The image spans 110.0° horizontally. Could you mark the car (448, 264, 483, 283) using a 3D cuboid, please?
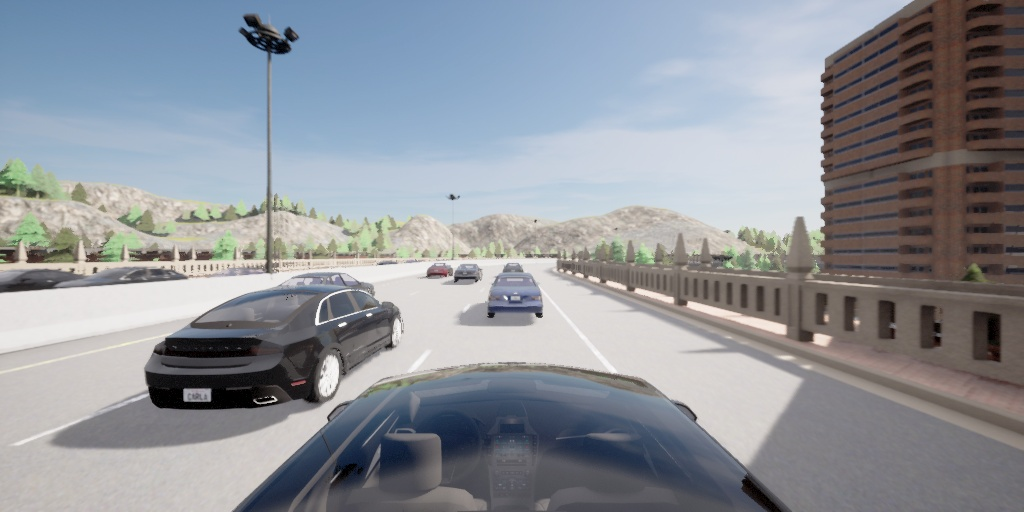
[{"bbox_3d":[-3.394,1.298,28.398,2.033,1.411,5.357,0,0,0],"label":"car"}]

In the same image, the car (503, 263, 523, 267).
[{"bbox_3d":[0.107,1.315,34.597,1.994,1.385,4.181,0,0,0],"label":"car"}]

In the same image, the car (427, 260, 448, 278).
[{"bbox_3d":[-6.892,1.315,34.670,1.994,1.385,4.181,0,0,0],"label":"car"}]

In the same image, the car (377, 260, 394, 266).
[{"bbox_3d":[-19.851,1.314,57.137,1.994,1.385,4.181,0,0,8],"label":"car"}]

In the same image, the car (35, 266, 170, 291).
[{"bbox_3d":[-17.596,1.255,16.437,1.837,1.490,4.892,0,0,0],"label":"car"}]

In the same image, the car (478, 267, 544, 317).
[{"bbox_3d":[0.103,1.298,13.142,2.033,1.411,5.357,0,0,0],"label":"car"}]

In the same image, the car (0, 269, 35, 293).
[{"bbox_3d":[-21.087,1.276,15.443,1.812,1.442,4.674,0,0,0],"label":"car"}]

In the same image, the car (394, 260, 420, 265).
[{"bbox_3d":[-16.344,1.298,57.348,2.033,1.411,5.357,0,0,8],"label":"car"}]

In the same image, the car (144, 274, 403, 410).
[{"bbox_3d":[-3.399,1.255,6.297,1.837,1.490,4.892,0,0,0],"label":"car"}]

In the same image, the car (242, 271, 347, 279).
[{"bbox_3d":[-6.897,1.298,13.274,2.033,1.411,5.357,0,0,0],"label":"car"}]

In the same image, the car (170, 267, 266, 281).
[{"bbox_3d":[-14.097,1.298,18.662,2.033,1.411,5.357,0,0,0],"label":"car"}]
